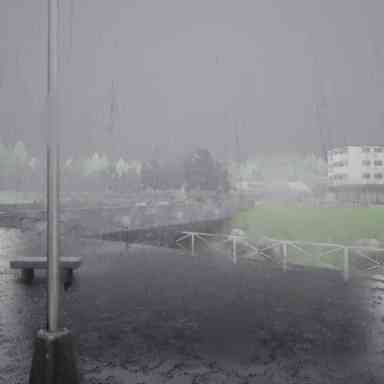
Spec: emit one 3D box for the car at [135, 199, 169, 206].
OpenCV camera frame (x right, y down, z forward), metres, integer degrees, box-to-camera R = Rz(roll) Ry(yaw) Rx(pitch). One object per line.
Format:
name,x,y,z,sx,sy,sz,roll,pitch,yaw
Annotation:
car,-5.054,1.595,43.176,1.895,1.301,4.718,0,0,36
